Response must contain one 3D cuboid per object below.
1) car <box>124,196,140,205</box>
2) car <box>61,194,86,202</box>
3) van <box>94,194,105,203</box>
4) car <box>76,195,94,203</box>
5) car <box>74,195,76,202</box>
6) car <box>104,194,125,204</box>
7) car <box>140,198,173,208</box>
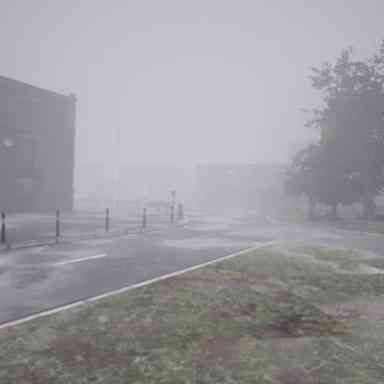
[{"bbox_3d":[-10.563,1.856,66.126,2.163,1.488,4.792,1,-1,31],"label":"car"},{"bbox_3d":[-27.099,1.382,76.143,2.231,1.521,4.892,2,-1,31],"label":"car"},{"bbox_3d":[-17.743,1.428,70.362,1.878,1.987,4.442,2,-1,31],"label":"van"},{"bbox_3d":[-22.324,1.398,73.295,2.185,1.767,4.553,2,-1,31],"label":"car"},{"bbox_3d":[-24.833,1.449,74.762,2.097,1.535,5.008,2,-1,31],"label":"car"},{"bbox_3d":[-15.180,1.595,68.986,2.185,1.767,4.553,1,-1,31],"label":"car"},{"bbox_3d":[-5.574,1.834,54.792,5.008,1.535,1.882,1,-1,27],"label":"car"}]
